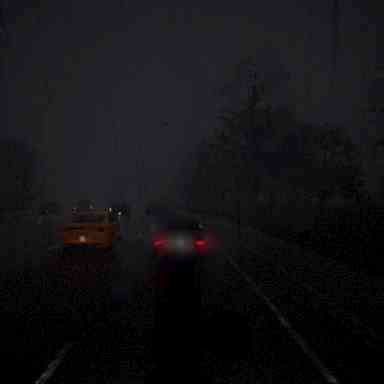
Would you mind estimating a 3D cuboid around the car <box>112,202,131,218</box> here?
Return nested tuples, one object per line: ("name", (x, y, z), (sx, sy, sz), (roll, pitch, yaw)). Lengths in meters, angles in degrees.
("car", (-7.133, 1.730, 32.767), (1.837, 1.490, 4.892), (0, 0, -12))

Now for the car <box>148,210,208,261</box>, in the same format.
("car", (-0.531, 1.634, 12.582), (2.033, 1.411, 5.357), (0, 0, -4))

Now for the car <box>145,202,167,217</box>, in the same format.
("car", (-3.615, 1.719, 33.026), (2.128, 1.511, 4.902), (0, 0, -12))

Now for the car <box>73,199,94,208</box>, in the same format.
("car", (-11.812, 1.601, 36.431), (2.097, 1.767, 4.553), (0, 0, -15))

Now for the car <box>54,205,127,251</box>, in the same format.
("car", (-4.256, 1.581, 14.750), (1.882, 1.535, 5.008), (0, 0, -5))

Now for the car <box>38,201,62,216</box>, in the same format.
("car", (-15.305, 1.750, 36.046), (1.837, 1.490, 4.892), (0, 0, -15))
